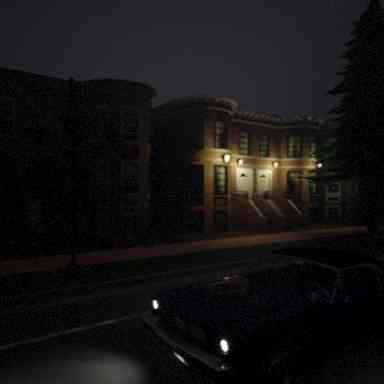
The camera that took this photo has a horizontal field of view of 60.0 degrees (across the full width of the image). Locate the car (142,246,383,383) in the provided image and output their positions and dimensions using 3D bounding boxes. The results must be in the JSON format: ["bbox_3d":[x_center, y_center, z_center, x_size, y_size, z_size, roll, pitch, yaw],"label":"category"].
[{"bbox_3d":[1.686,1.605,5.085,4.718,1.301,1.895,0,0,-34],"label":"car"}]
